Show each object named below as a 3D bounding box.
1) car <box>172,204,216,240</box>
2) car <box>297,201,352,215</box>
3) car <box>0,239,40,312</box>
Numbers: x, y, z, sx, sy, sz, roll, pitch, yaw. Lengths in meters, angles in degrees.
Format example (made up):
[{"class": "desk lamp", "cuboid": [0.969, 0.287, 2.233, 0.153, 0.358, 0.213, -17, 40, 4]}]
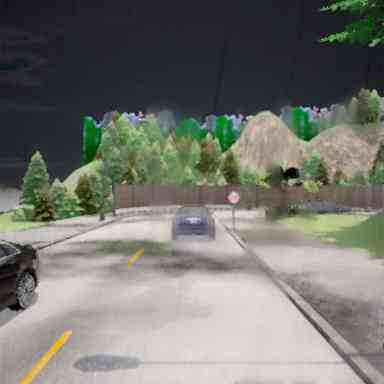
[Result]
[{"class": "car", "cuboid": [0.098, 1.396, 17.513, 2.097, 1.767, 4.553, 0, 0, 1]}, {"class": "car", "cuboid": [13.533, 1.631, 34.449, 5.357, 1.411, 2.033, 0, 0, 8]}, {"class": "car", "cuboid": [-4.080, 1.505, 4.998, 2.128, 1.511, 4.902, 0, 0, 0]}]
